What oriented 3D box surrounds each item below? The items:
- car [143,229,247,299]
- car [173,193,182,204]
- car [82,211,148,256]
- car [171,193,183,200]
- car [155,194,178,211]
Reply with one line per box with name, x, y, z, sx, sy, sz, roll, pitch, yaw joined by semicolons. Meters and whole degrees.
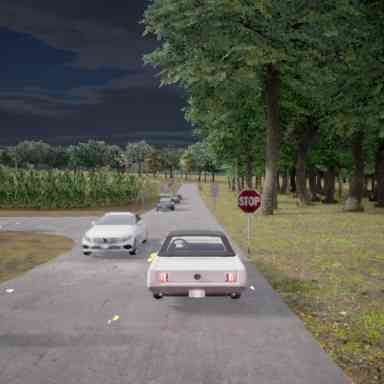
car;0.098;1.590;8.380;1.895;1.301;4.718;0;0;0
car;-2.853;1.093;49.716;1.994;1.385;4.181;0;1;0
car;-2.852;1.506;13.225;1.812;1.442;4.674;0;0;0
car;-2.826;0.810;62.906;1.895;1.301;4.718;0;1;0
car;-2.859;1.302;36.971;1.812;1.442;4.674;0;1;0
